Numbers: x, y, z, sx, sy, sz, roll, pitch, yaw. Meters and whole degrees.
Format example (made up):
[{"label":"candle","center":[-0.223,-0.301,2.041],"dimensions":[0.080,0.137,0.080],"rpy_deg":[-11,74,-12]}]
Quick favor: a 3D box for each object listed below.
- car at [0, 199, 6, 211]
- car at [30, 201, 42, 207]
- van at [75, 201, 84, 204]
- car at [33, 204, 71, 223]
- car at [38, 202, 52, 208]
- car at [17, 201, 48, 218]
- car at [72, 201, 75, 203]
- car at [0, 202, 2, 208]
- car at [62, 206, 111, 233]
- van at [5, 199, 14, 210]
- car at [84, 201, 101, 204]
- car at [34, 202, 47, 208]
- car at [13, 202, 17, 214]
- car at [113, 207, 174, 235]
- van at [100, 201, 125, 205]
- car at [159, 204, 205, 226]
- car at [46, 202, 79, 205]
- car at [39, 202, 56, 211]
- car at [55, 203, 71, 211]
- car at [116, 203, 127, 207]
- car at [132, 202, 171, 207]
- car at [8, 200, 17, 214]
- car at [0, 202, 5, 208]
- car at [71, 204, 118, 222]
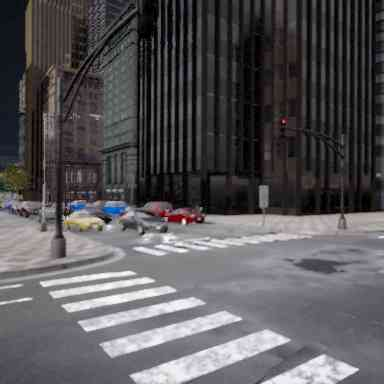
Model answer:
[{"label":"car","center":[-33.030,2.522,59.661],"dimensions":[1.967,1.590,4.097],"rpy_deg":[0,-1,-35]},{"label":"car","center":[-38.690,3.010,82.597],"dimensions":[2.008,1.369,4.403],"rpy_deg":[0,-1,-35]},{"label":"van","center":[-18.192,2.296,53.404],"dimensions":[1.690,1.788,3.998],"rpy_deg":[0,-1,-35]},{"label":"car","center":[-13.302,2.132,31.505],"dimensions":[2.008,1.369,4.403],"rpy_deg":[0,-1,-35]},{"label":"car","center":[-32.720,2.883,74.075],"dimensions":[1.947,1.339,4.313],"rpy_deg":[0,-1,-35]},{"label":"car","center":[-18.912,2.040,39.509],"dimensions":[2.192,1.841,5.009],"rpy_deg":[0,-1,-35]},{"label":"car","center":[-20.397,2.285,51.862],"dimensions":[2.097,1.767,4.553],"rpy_deg":[1,-1,-35]},{"label":"car","center":[-45.371,2.964,77.276],"dimensions":[1.802,1.307,4.206],"rpy_deg":[0,-1,-35]},{"label":"car","center":[-7.598,1.959,23.363],"dimensions":[1.752,1.417,4.829],"rpy_deg":[0,-1,-35]},{"label":"van","center":[-27.322,2.279,51.513],"dimensions":[1.690,1.788,3.998],"rpy_deg":[0,-1,-35]},{"label":"car","center":[-12.364,2.121,45.065],"dimensions":[2.192,1.841,5.009],"rpy_deg":[0,-1,-35]},{"label":"car","center":[-35.705,2.954,78.336],"dimensions":[1.947,1.339,4.313],"rpy_deg":[0,-1,-35]},{"label":"car","center":[-21.713,2.341,43.509],"dimensions":[1.887,1.381,4.507],"rpy_deg":[0,-1,-35]},{"label":"car","center":[-3.301,1.928,21.914],"dimensions":[1.812,1.442,4.674],"rpy_deg":[1,-1,-34]},{"label":"van","center":[-9.450,2.073,40.896],"dimensions":[1.690,1.788,3.998],"rpy_deg":[0,-1,-35]},{"label":"car","center":[-0.704,2.051,28.385],"dimensions":[1.887,1.381,4.507],"rpy_deg":[0,-1,-35]},{"label":"car","center":[-15.006,2.250,38.609],"dimensions":[2.033,1.411,5.357],"rpy_deg":[1,-1,-35]},{"label":"car","center":[-26.038,2.552,59.906],"dimensions":[1.882,1.535,5.008],"rpy_deg":[1,-1,-35]},{"label":"car","center":[-23.765,2.676,61.294],"dimensions":[1.802,1.307,4.206],"rpy_deg":[0,-1,-35]},{"label":"car","center":[-6.532,2.239,36.724],"dimensions":[1.802,1.307,4.206],"rpy_deg":[0,-1,-35]},{"label":"car","center":[-3.622,1.897,32.557],"dimensions":[2.192,1.841,5.009],"rpy_deg":[0,-1,-35]},{"label":"car","center":[-24.517,2.307,47.510],"dimensions":[1.967,1.590,4.097],"rpy_deg":[0,-1,-35]},{"label":"car","center":[-42.287,2.854,72.873],"dimensions":[1.887,1.381,4.507],"rpy_deg":[0,-1,-35]},{"label":"car","center":[-8.913,2.094,29.896],"dimensions":[2.033,1.411,5.357],"rpy_deg":[1,-1,-35]}]
